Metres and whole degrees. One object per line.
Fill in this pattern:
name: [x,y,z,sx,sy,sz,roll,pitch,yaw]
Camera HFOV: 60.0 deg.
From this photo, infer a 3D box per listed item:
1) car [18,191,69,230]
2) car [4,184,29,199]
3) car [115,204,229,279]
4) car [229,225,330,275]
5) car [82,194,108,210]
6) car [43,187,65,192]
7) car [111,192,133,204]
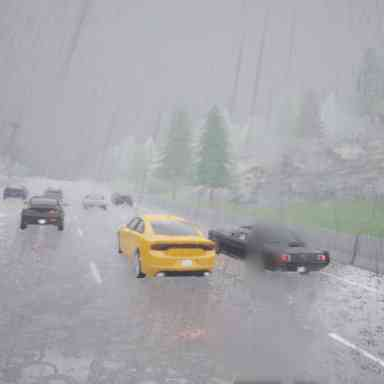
car: [-7.424,0.951,16.824,1.837,1.490,4.892,4,1,-21]
car: [-17.967,-0.043,34.220,1.882,1.535,5.008,4,1,-21]
car: [-1.009,1.420,10.020,1.882,1.535,5.008,4,0,-21]
car: [2.241,1.788,11.272,1.895,1.301,4.718,4,0,-21]
car: [-8.860,0.847,30.071,1.895,1.301,4.718,4,1,-21]
car: [-14.462,0.244,34.839,2.128,1.511,4.902,4,1,-21]
car: [-7.823,0.762,37.034,1.837,1.490,4.892,4,1,-21]
